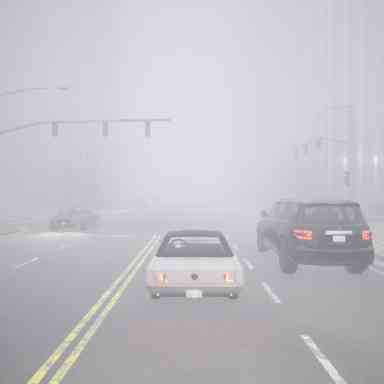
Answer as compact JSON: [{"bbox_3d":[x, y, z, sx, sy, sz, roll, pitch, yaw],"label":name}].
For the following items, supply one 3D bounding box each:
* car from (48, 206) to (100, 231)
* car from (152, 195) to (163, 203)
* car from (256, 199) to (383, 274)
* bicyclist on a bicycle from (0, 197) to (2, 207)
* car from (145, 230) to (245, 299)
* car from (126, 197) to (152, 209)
[{"bbox_3d":[-7.083,1.564,20.347,1.994,1.385,4.181,0,0,0],"label":"car"},{"bbox_3d":[-6.973,1.351,66.034,2.097,1.767,4.553,0,0,1],"label":"car"},{"bbox_3d":[3.583,1.222,10.746,2.150,2.045,5.566,0,0,0],"label":"car"},{"bbox_3d":[-26.380,1.301,45.411,0.582,1.620,1.656,0,0,-1],"label":"bicyclist on a bicycle"},{"bbox_3d":[0.067,1.601,8.391,1.895,1.301,4.718,0,0,1],"label":"car"},{"bbox_3d":[-7.700,1.492,46.365,2.128,1.511,4.902,0,0,8],"label":"car"}]
